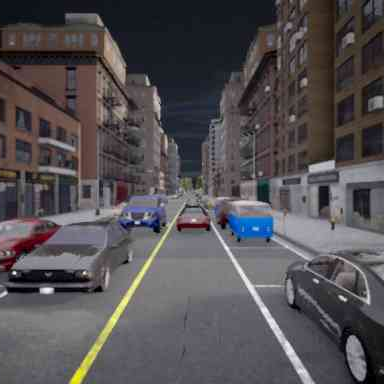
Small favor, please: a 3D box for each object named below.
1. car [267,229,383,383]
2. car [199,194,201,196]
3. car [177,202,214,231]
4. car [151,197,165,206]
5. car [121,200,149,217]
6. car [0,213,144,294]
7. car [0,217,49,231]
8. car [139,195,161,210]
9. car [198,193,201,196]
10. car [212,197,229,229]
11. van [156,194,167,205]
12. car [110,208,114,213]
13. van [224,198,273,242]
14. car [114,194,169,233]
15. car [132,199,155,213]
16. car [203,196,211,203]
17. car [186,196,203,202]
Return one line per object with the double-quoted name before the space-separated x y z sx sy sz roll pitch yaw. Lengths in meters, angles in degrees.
"car" 2.699 1.548 5.096 2.008 1.369 4.403 0 0 0
"car" 2.646 1.490 64.734 1.752 1.417 4.829 0 0 0
"car" 0.098 1.553 20.606 1.994 1.385 4.181 0 0 0
"car" -5.391 1.553 53.751 1.802 1.307 4.206 0 0 0
"car" -5.398 1.534 32.126 2.008 1.369 4.403 0 0 0
"car" -2.836 1.543 9.160 2.033 1.411 5.357 0 0 0
"car" -5.404 1.540 10.501 1.887 1.381 4.507 0 0 0
"car" -5.395 1.292 42.938 2.192 1.841 5.009 0 0 0
"car" 2.641 1.513 69.970 2.008 1.369 4.403 0 0 0
"car" 2.684 1.304 21.315 2.192 1.841 5.009 0 0 0
"van" -5.390 1.309 59.157 1.690 1.788 3.998 0 0 0
"car" -5.399 1.512 26.550 1.752 1.417 4.829 0 0 0
"van" 2.689 1.333 15.908 1.690 1.788 3.998 0 0 0
"car" -2.752 1.212 19.744 2.150 2.045 5.566 0 0 1
"car" -5.396 1.546 37.532 1.947 1.339 4.313 0 0 0
"car" 2.665 1.502 43.109 1.752 1.417 4.829 0 0 0
"car" 0.101 1.540 43.225 1.994 1.385 4.181 0 0 0
